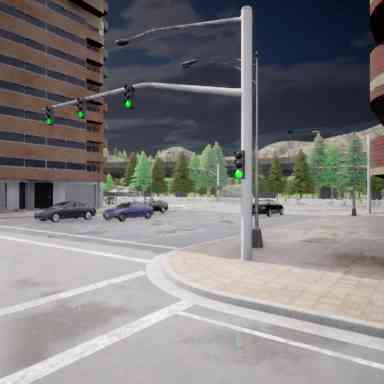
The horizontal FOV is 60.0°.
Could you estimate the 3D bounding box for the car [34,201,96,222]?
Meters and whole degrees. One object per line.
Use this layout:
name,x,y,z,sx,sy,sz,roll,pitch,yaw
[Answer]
car,-9.918,1.505,26.322,1.837,1.490,4.892,0,0,36

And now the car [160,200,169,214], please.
car,-4.431,1.492,33.860,2.128,1.511,4.902,0,0,36

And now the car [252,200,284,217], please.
car,7.151,1.478,31.720,1.882,1.535,5.008,0,0,36

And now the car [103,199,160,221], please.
car,-5.059,1.526,27.060,1.812,1.442,4.674,0,0,36
